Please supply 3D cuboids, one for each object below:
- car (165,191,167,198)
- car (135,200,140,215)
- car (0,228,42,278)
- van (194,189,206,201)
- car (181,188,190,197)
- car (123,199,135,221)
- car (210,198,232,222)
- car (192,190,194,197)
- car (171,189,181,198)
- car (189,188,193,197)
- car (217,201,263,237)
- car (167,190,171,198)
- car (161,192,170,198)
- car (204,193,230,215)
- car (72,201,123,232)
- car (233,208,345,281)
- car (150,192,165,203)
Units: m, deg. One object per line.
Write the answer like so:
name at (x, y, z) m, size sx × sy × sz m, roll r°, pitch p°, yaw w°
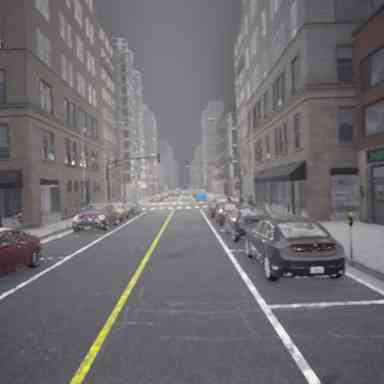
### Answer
car at (-6.454, 1.001, 63.700) m, size 1.887 × 1.381 × 4.507 m, roll -2°, pitch 1°, yaw -1°
car at (-5.879, 1.390, 30.944) m, size 2.008 × 1.369 × 4.403 m, roll -2°, pitch 1°, yaw -1°
car at (-5.491, 1.677, 8.876) m, size 1.802 × 1.307 × 4.206 m, roll -2°, pitch 1°, yaw -1°
van at (1.656, 0.560, 58.163) m, size 1.690 × 1.788 × 3.998 m, roll -2°, pitch 1°, yaw -1°
car at (-1.479, 0.495, 86.994) m, size 2.033 × 1.411 × 5.357 m, roll -2°, pitch 1°, yaw -1°
car at (-5.780, 1.430, 25.257) m, size 1.752 × 1.417 × 4.829 m, roll -2°, pitch 1°, yaw -1°
car at (2.334, 1.246, 20.056) m, size 1.802 × 1.307 × 4.206 m, roll -2°, pitch 1°, yaw -1°
car at (1.466, 0.668, 69.526) m, size 1.802 × 1.307 × 4.206 m, roll -2°, pitch 1°, yaw -1°
car at (-4.182, 0.661, 84.448) m, size 1.994 × 1.385 × 4.181 m, roll -2°, pitch 1°, yaw -1°
car at (1.157, 0.195, 86.563) m, size 2.192 × 1.841 × 5.009 m, roll -2°, pitch 1°, yaw -1°
car at (2.429, 1.279, 14.537) m, size 2.008 × 1.369 × 4.403 m, roll -2°, pitch 1°, yaw -1°
car at (-6.751, 0.781, 80.572) m, size 1.752 × 1.417 × 4.829 m, roll -2°, pitch 1°, yaw -1°
car at (-6.852, 0.749, 86.423) m, size 1.947 × 1.339 × 4.313 m, roll -2°, pitch 1°, yaw -1°
car at (2.232, 1.040, 25.572) m, size 1.967 × 1.590 × 4.097 m, roll -2°, pitch 1°, yaw -1°
car at (-5.690, 1.407, 19.909) m, size 1.967 × 1.590 × 4.097 m, roll -2°, pitch 1°, yaw -1°
car at (2.526, 1.343, 9.020) m, size 2.008 × 1.369 × 4.403 m, roll -2°, pitch 1°, yaw -1°
car at (-6.354, 1.073, 58.020) m, size 2.008 × 1.369 × 4.403 m, roll -2°, pitch 1°, yaw -1°
